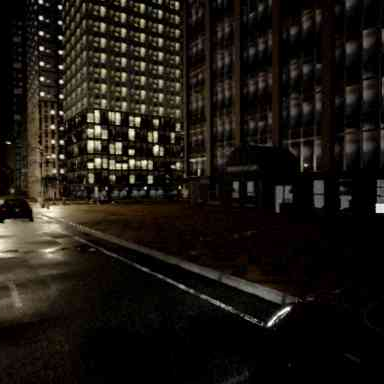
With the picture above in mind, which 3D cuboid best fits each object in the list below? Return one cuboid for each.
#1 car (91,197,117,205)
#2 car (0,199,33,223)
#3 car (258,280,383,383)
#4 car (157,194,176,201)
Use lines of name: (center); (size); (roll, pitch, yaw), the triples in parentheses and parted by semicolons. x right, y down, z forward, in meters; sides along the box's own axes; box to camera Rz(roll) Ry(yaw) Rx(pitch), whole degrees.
car: (-15.099, 1.482, 56.989); (4.403, 1.369, 2.008); (-1, 1, -34)
car: (-13.381, 1.292, 25.107); (2.097, 1.767, 4.553); (-1, 1, -33)
car: (2.584, 1.284, 2.314); (2.097, 1.767, 4.553); (-1, 1, -33)
car: (-5.689, 1.105, 73.437); (4.097, 1.590, 1.967); (-1, 1, -34)
